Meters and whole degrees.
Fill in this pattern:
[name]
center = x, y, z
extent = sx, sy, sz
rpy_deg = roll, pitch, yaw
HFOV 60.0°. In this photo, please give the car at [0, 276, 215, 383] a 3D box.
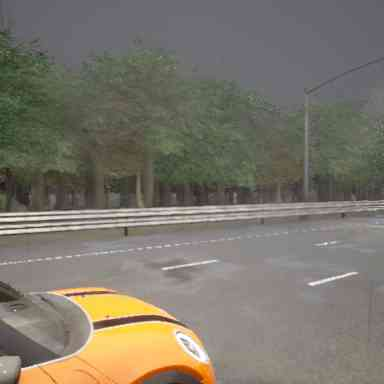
[car]
center = -1.991, 1.352, 2.451
extent = 4.553, 1.767, 2.097
rpy_deg = 0, 0, -35
